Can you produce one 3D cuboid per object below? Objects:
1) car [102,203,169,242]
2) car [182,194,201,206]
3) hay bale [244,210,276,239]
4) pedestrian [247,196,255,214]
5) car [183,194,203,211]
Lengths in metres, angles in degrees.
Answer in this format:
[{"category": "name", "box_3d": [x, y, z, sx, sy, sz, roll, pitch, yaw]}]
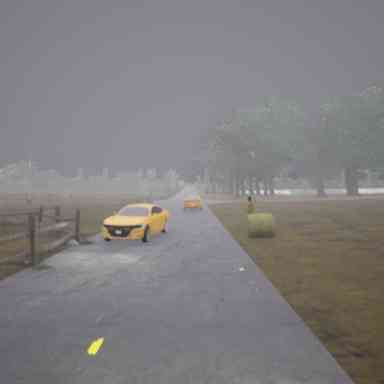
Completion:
[{"category": "car", "box_3d": [-2.445, 1.305, 15.574, 1.882, 1.535, 5.008, 1, 0, 10]}, {"category": "car", "box_3d": [-0.111, 1.002, 44.887, 2.033, 1.411, 5.357, 0, 1, -6]}, {"category": "hay bale", "box_3d": [3.117, 1.484, 15.338, 1.220, 1.180, 1.240, -1, 0, 0]}, {"category": "pedestrian", "box_3d": [2.828, 1.074, 16.455, 0.375, 1.860, 0.375, 1, 0, -5]}, {"category": "car", "box_3d": [0.081, 1.077, 34.572, 1.882, 1.535, 5.008, 0, 1, 0]}]
